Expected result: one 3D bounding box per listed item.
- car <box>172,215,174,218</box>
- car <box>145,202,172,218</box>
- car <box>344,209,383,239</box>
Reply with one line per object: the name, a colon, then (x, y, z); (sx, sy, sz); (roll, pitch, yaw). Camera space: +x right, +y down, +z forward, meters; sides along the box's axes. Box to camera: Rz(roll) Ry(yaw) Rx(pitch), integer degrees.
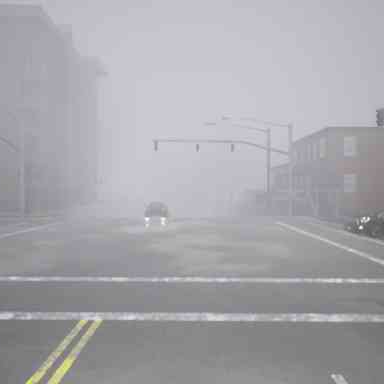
car: (-3.589, 3.623, 45.948); (2.097, 1.767, 4.553); (0, -13, 0)
car: (-3.594, 1.817, 34.463); (2.097, 1.767, 4.553); (0, -4, 0)
car: (10.783, 1.672, 17.920); (4.553, 1.767, 2.097); (7, 0, 0)
